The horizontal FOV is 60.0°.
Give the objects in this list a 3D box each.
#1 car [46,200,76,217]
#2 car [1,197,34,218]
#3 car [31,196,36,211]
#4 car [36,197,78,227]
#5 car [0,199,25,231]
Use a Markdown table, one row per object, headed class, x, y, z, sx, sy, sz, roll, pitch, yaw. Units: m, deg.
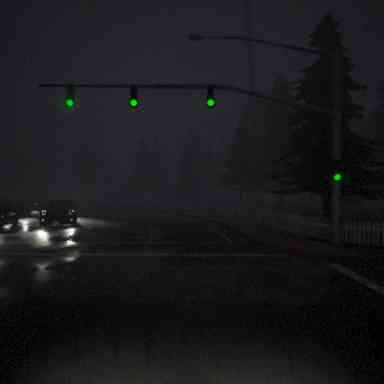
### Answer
| class | x | y | z | sx | sy | sz | roll | pitch | yaw |
| --- | --- | --- | --- | --- | --- | --- | --- | --- | --- |
| car | -12.016 | 1.451 | 30.343 | 1.895 | 1.301 | 4.718 | 0 | 0 | -29 |
| car | -14.749 | 1.417 | 27.979 | 1.994 | 1.385 | 4.181 | 0 | 0 | -30 |
| car | -18.117 | 1.293 | 38.632 | 1.882 | 1.535 | 5.008 | 0 | 0 | -45 |
| car | -8.705 | 1.233 | 21.986 | 2.097 | 1.767 | 4.553 | 0 | 0 | -17 |
| car | -11.707 | 1.388 | 19.603 | 1.837 | 1.490 | 4.892 | 0 | 0 | -12 |
